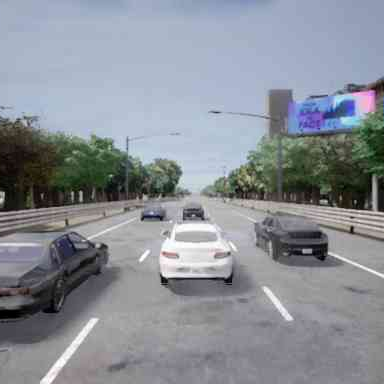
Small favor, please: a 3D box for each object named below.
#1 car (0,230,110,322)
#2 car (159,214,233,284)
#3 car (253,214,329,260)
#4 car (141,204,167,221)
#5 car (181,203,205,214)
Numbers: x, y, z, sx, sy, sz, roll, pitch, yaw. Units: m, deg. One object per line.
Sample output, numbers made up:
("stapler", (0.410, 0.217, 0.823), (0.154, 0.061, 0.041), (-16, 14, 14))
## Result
("car", (-3.398, 1.601, 7.642), (2.033, 1.411, 5.357), (0, 0, 0))
("car", (0.105, 1.593, 9.676), (1.812, 1.442, 4.674), (0, 0, 0))
("car", (3.609, 1.596, 12.846), (1.837, 1.490, 4.892), (0, 0, 0))
("car", (-3.379, 1.772, 29.976), (1.994, 1.385, 4.181), (0, 0, 0))
("car", (0.125, 1.714, 29.904), (1.837, 1.490, 4.892), (0, 0, 0))
